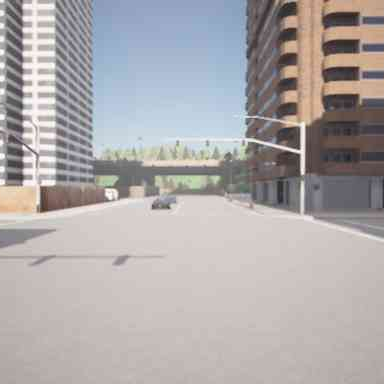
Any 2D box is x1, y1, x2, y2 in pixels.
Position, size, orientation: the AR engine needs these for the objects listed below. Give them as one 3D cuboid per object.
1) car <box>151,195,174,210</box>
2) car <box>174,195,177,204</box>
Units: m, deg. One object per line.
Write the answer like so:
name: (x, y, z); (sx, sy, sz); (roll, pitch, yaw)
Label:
car: (-3.489, 1.284, 38.221); (1.994, 1.385, 4.181); (0, 0, 0)
car: (-3.391, 1.148, 54.439); (2.033, 1.411, 5.357); (0, 0, 1)
